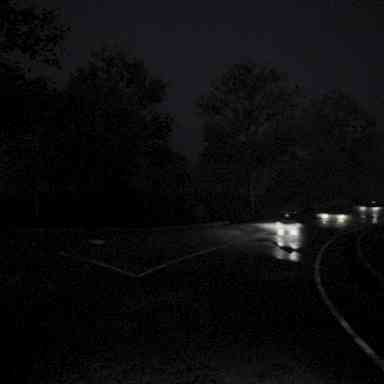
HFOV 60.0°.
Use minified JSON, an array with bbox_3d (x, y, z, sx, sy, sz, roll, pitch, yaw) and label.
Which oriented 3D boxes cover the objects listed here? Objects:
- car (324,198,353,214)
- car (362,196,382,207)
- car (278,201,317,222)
[{"bbox_3d":[15.565,1.427,35.216,1.882,1.535,5.008,1,1,39],"label":"car"},{"bbox_3d":[25.806,1.320,47.660,1.837,1.490,4.892,1,1,40],"label":"car"},{"bbox_3d":[8.505,1.472,26.533,2.128,1.511,4.902,1,1,37],"label":"car"}]
